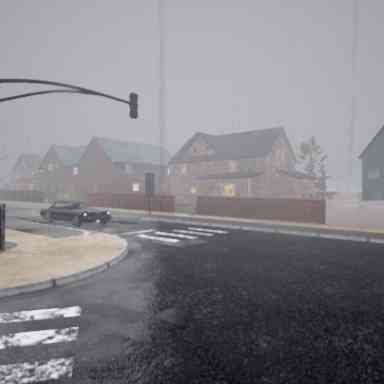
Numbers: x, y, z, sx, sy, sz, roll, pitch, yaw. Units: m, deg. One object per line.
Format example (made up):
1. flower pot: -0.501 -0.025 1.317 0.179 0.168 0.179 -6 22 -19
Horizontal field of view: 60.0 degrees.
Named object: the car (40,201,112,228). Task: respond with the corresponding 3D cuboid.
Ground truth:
1. car: -6.657 1.195 18.906 4.718 1.301 1.895 1 1 39
